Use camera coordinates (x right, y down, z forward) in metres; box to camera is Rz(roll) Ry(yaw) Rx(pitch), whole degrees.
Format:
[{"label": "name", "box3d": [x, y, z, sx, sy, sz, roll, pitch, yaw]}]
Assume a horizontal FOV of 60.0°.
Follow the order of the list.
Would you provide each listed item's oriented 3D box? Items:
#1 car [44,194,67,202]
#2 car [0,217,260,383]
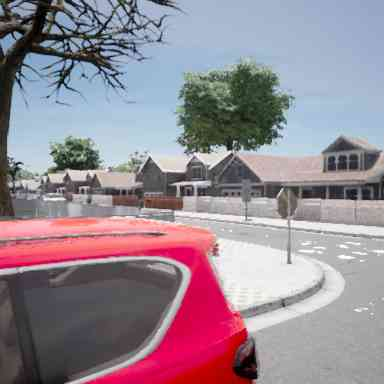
[{"label": "car", "box3d": [-19.166, 1.252, 46.482, 2.150, 2.045, 5.566, 0, 0, -36]}, {"label": "car", "box3d": [-2.122, 1.230, 1.438, 5.566, 2.045, 2.150, 0, 0, -35]}]
